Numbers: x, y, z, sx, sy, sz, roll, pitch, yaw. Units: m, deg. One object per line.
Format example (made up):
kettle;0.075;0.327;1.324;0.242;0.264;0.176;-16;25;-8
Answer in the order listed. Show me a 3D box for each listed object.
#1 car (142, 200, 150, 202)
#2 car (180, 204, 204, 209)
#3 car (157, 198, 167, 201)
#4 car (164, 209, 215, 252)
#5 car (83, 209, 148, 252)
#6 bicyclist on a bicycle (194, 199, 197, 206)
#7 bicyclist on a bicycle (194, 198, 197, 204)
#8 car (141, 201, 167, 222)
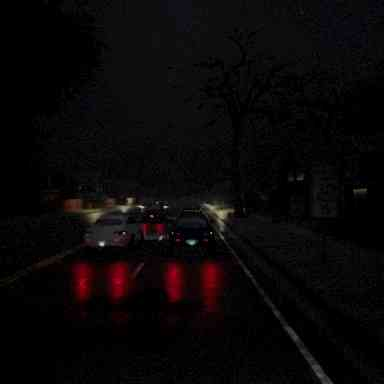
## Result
car;-9.787;2.353;71.762;1.812;1.442;4.674;0;-1;0
car;-0.011;1.781;29.281;2.128;1.511;4.902;0;-1;0
car;-6.537;2.184;71.796;2.097;1.767;4.553;0;-1;0
car;-0.002;1.661;14.360;1.812;1.442;4.674;0;0;0
car;-3.252;1.661;14.361;1.812;1.442;4.674;0;0;0
bicyclist on a bicycle;0.847;2.373;78.817;0.866;1.612;1.509;0;-1;0
bicyclist on a bicycle;0.856;2.180;69.817;0.659;1.776;1.843;0;-1;0
car;-3.261;1.815;29.359;1.812;1.442;4.674;0;0;0
